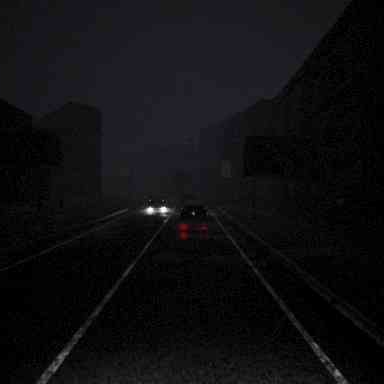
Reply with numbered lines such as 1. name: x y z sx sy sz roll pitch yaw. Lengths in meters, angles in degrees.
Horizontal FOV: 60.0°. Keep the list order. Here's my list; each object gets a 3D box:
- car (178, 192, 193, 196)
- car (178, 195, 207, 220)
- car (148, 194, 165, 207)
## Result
1. car: -0.662 0.775 41.131 2.128 1.511 4.902 0 2 -7
2. car: 0.092 1.197 24.543 1.812 1.442 4.674 0 1 0
3. car: -4.062 0.932 38.638 1.895 1.301 4.718 0 2 -5
